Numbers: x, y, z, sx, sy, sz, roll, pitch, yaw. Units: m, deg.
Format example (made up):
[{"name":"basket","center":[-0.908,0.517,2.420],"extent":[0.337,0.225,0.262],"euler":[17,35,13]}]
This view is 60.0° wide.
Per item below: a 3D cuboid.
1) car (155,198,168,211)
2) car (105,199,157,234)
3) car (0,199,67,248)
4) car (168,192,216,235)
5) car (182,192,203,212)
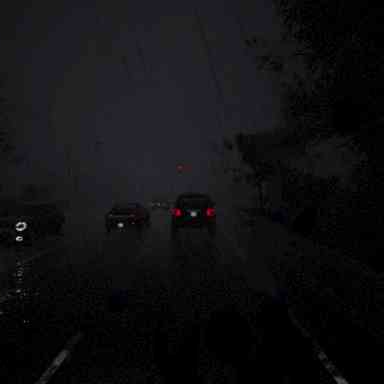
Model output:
[{"name":"car","center":[-3.396,1.337,36.151],"extent":[2.033,1.411,5.357],"euler":[0,0,0]},{"name":"car","center":[-3.398,1.352,18.272],"extent":[2.128,1.511,4.902],"euler":[0,0,0]},{"name":"car","center":[-7.087,1.245,14.135],"extent":[2.097,1.767,4.553],"euler":[0,0,0]},{"name":"car","center":[0.103,1.086,17.938],"extent":[2.150,2.045,5.566],"euler":[0,1,1]},{"name":"car","center":[0.106,1.017,36.596],"extent":[2.150,2.045,5.566],"euler":[0,0,0]}]
